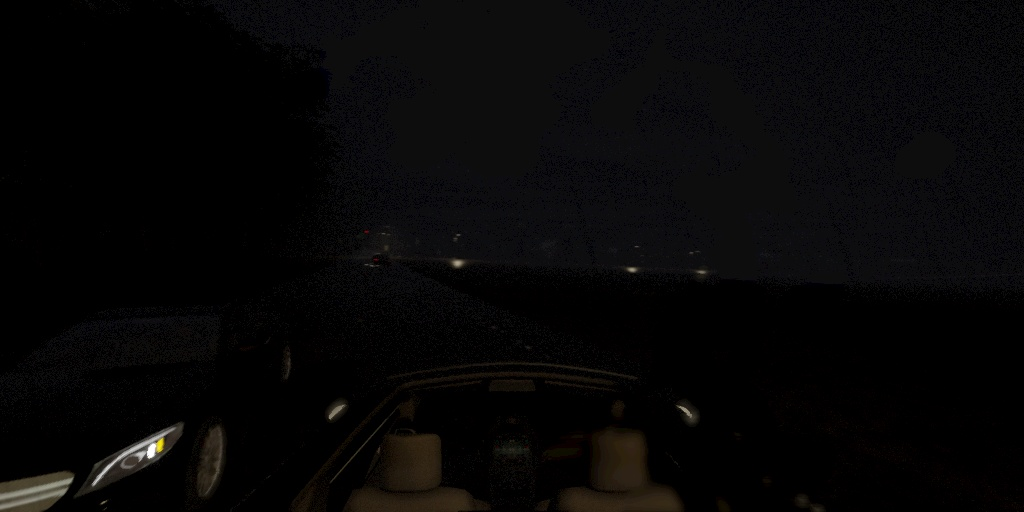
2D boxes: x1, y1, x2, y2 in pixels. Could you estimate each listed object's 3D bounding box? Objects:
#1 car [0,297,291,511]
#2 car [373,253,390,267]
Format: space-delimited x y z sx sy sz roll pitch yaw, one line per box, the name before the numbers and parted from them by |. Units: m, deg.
car | -3.811 1.248 3.980 1.812 1.442 4.674 1 0 -22
car | -18.288 0.540 50.377 2.097 1.767 4.553 1 1 -22
